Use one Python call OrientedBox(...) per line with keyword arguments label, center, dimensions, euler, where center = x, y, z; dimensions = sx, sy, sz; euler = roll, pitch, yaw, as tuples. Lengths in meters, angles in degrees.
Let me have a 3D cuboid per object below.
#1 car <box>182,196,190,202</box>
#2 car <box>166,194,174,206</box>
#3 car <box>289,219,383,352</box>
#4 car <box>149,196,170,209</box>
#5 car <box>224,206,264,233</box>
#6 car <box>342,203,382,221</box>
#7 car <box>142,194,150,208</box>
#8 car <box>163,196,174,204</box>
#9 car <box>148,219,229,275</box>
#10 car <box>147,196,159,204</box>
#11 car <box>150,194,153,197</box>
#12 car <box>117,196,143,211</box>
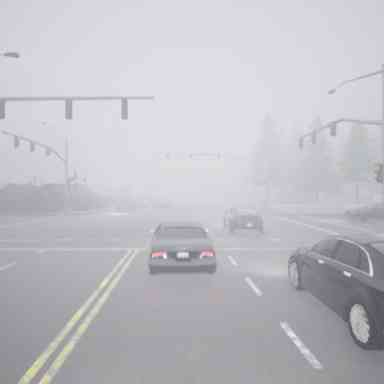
OrientedBox(label="car", center=(-1.398, 1.667, 83.071), dimensions=(1.994, 1.385, 4.181), euler=(0, 0, -1))
OrientedBox(label="car", center=(-4.524, 1.560, 55.307), dimensions=(1.882, 1.535, 5.008), euler=(0, 0, -1))
OrientedBox(label="car", center=(3.281, 1.509, 6.175), dimensions=(1.837, 1.490, 4.892), euler=(0, 0, -1))
OrientedBox(label="car", center=(-4.401, 1.595, 46.082), dimensions=(1.812, 1.442, 4.674), euler=(0, 0, -1))
OrientedBox(label="car", center=(2.958, 1.547, 19.537), dimensions=(1.812, 1.442, 4.674), euler=(0, 0, -1))
OrientedBox(label="car", center=(14.954, 1.559, 26.420), dimensions=(5.357, 1.411, 2.033), euler=(0, 0, 0))
OrientedBox(label="car", center=(-7.960, 1.433, 50.196), dimensions=(2.097, 1.767, 4.553), euler=(0, 0, -1))
OrientedBox(label="car", center=(-4.616, 1.622, 65.506), dimensions=(1.812, 1.442, 4.674), euler=(0, 0, -1))
OrientedBox(label="car", center=(-0.370, 1.562, 10.481), dimensions=(2.033, 1.411, 5.357), euler=(0, 0, -3))
OrientedBox(label="car", center=(-8.195, 1.648, 70.381), dimensions=(2.033, 1.411, 5.357), euler=(0, 0, -1))
OrientedBox(label="car", center=(-8.068, 1.316, 59.840), dimensions=(2.150, 2.045, 5.566), euler=(0, 0, 0))
OrientedBox(label="car", center=(-7.903, 1.560, 40.992), dimensions=(2.128, 1.511, 4.902), euler=(0, 0, 2))
